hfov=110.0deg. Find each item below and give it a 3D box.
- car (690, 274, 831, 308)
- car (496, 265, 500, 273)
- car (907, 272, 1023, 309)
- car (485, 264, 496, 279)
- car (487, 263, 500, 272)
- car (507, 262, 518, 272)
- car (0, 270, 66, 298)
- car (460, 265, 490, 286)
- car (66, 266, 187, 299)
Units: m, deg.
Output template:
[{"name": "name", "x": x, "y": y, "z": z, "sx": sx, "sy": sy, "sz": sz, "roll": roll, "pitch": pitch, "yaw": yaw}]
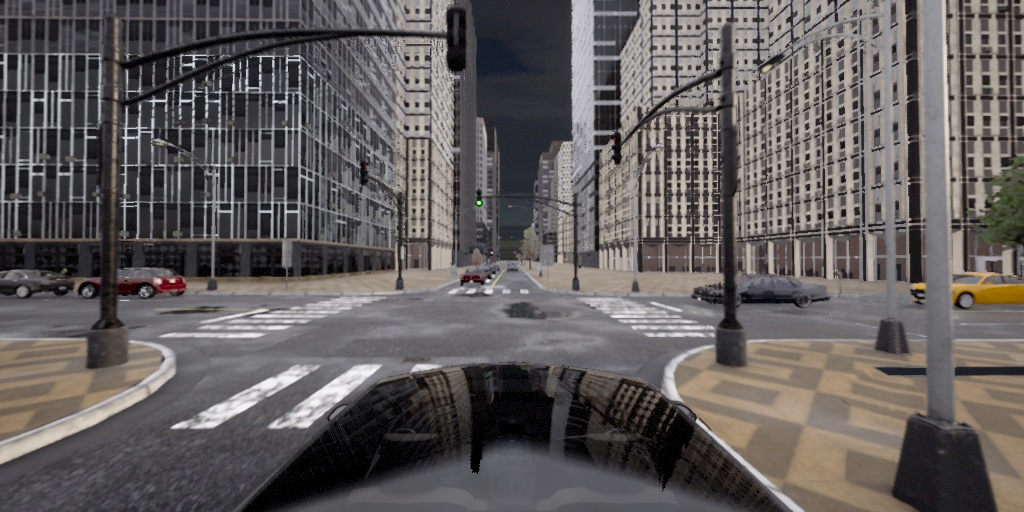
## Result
[{"name": "car", "x": 10.966, "y": 1.524, "z": 15.978, "sx": 5.357, "sy": 1.411, "sz": 2.033, "roll": 0, "pitch": -1, "yaw": -1}, {"name": "car", "x": -3.104, "y": 1.834, "z": 49.460, "sx": 2.033, "sy": 1.411, "sz": 5.357, "roll": 0, "pitch": -1, "yaw": 0}, {"name": "car", "x": 20.862, "y": 1.500, "z": 16.147, "sx": 5.008, "sy": 1.535, "sz": 1.882, "roll": 0, "pitch": -1, "yaw": -1}, {"name": "car", "x": -3.108, "y": 1.718, "z": 39.041, "sx": 2.033, "sy": 1.411, "sz": 5.357, "roll": 0, "pitch": -1, "yaw": 0}, {"name": "car", "x": -3.058, "y": 1.972, "z": 60.431, "sx": 1.994, "sy": 1.385, "sz": 4.181, "roll": 0, "pitch": -1, "yaw": 1}, {"name": "car", "x": 0.084, "y": 1.954, "z": 60.245, "sx": 2.033, "sy": 1.411, "sz": 5.357, "roll": 0, "pitch": -1, "yaw": 0}, {"name": "car", "x": -24.890, "y": 1.374, "z": 18.070, "sx": 4.403, "sy": 1.370, "sz": 2.007, "roll": 0, "pitch": 0, "yaw": -1}, {"name": "car", "x": -3.096, "y": 1.662, "z": 29.271, "sx": 1.895, "sy": 1.301, "sz": 4.718, "roll": 0, "pitch": -1, "yaw": -1}, {"name": "car", "x": -19.214, "y": 1.298, "z": 18.194, "sx": 4.097, "sy": 1.591, "sz": 1.967, "roll": 0, "pitch": 0, "yaw": -1}]
